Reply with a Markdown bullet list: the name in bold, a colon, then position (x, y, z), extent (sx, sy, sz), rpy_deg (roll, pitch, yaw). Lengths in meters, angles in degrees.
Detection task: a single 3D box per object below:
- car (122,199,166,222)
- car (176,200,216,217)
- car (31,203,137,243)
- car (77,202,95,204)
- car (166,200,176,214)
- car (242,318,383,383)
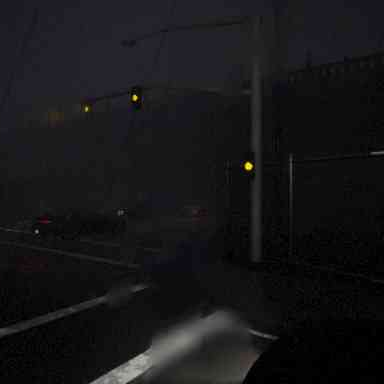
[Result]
- **car**: position (-4.402, 1.407, 24.447), extent (2.097, 1.767, 4.553), rpy_deg (0, 0, 35)
- **car**: position (0.945, 1.533, 31.964), extent (1.882, 1.535, 5.008), rpy_deg (0, 0, 35)
- **car**: position (-5.416, 1.540, 16.640), extent (2.128, 1.511, 4.902), rpy_deg (0, 0, 35)
- **car**: position (-8.188, 1.533, 25.166), extent (1.882, 1.535, 5.008), rpy_deg (0, 0, 35)
- **car**: position (-2.680, 1.533, 32.909), extent (1.882, 1.535, 5.008), rpy_deg (0, 0, 35)
- **car**: position (2.931, 1.547, 1.876), extent (5.357, 1.411, 2.033), rpy_deg (0, 0, 36)
